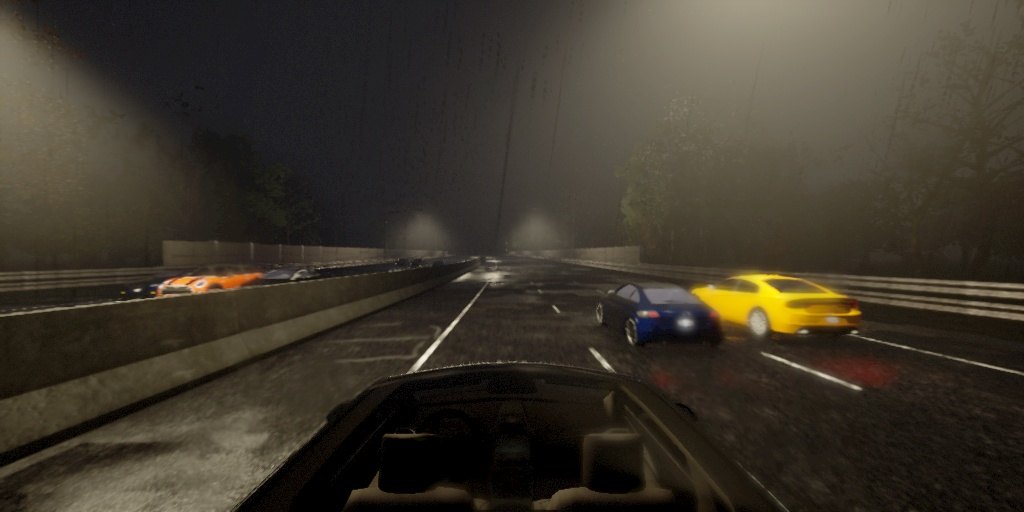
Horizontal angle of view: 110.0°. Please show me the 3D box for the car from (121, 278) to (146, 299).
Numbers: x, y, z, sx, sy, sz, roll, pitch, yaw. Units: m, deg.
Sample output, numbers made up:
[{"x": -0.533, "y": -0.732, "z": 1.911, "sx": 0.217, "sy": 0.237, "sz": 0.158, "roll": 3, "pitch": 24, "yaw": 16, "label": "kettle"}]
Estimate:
[{"x": -17.665, "y": 1.426, "z": 18.898, "sx": 1.994, "sy": 1.385, "sz": 4.181, "roll": 0, "pitch": 0, "yaw": 0, "label": "car"}]

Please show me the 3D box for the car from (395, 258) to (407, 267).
[{"x": -18.435, "y": 1.169, "z": 60.790, "sx": 1.837, "sy": 1.490, "sz": 4.892, "roll": 0, "pitch": 1, "yaw": -1, "label": "car"}]

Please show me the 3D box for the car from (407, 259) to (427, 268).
[{"x": -14.849, "y": 1.173, "z": 57.325, "sx": 1.837, "sy": 1.490, "sz": 4.892, "roll": 0, "pitch": 1, "yaw": -1, "label": "car"}]

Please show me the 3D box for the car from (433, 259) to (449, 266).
[{"x": -11.353, "y": 1.234, "z": 57.474, "sx": 1.994, "sy": 1.385, "sz": 4.181, "roll": 0, "pitch": 1, "yaw": -1, "label": "car"}]

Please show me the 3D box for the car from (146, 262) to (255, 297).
[{"x": -14.152, "y": 1.206, "z": 17.270, "sx": 2.097, "sy": 1.767, "sz": 4.553, "roll": 0, "pitch": 0, "yaw": 0, "label": "car"}]

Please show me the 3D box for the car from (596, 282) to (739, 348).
[{"x": 3.586, "y": 1.362, "z": 9.415, "sx": 1.994, "sy": 1.385, "sz": 4.181, "roll": 0, "pitch": 0, "yaw": 0, "label": "car"}]

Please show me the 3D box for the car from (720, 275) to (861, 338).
[{"x": 7.082, "y": 1.280, "z": 10.394, "sx": 1.882, "sy": 1.535, "sz": 5.008, "roll": 0, "pitch": 0, "yaw": 0, "label": "car"}]

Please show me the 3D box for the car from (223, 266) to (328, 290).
[{"x": -10.652, "y": 1.343, "z": 17.082, "sx": 2.128, "sy": 1.511, "sz": 4.902, "roll": 0, "pitch": 0, "yaw": 0, "label": "car"}]
